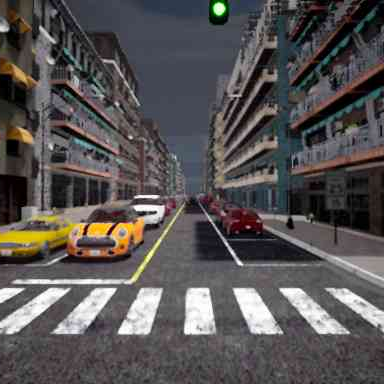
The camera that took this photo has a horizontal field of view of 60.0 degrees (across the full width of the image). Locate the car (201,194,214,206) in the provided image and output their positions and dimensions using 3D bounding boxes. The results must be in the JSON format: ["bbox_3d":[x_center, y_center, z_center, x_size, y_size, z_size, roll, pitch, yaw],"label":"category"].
[{"bbox_3d":[2.721,1.378,56.930,2.192,1.841,5.009,1,0,0],"label":"car"}]

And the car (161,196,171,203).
[{"bbox_3d":[-5.656,1.609,73.345,1.752,1.417,4.829,1,0,0],"label":"car"}]

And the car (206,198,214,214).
[{"bbox_3d":[2.711,1.618,34.835,1.802,1.307,4.206,1,0,0],"label":"car"}]

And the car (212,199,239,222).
[{"bbox_3d":[2.708,1.465,23.788,1.967,1.590,4.097,1,0,0],"label":"car"}]

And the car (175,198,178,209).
[{"bbox_3d":[-3.004,1.528,46.501,1.882,1.535,5.008,0,0,0],"label":"car"}]

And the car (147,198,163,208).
[{"bbox_3d":[-5.664,1.607,51.422,2.008,1.369,4.403,1,0,0],"label":"car"}]

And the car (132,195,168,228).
[{"bbox_3d":[-3.090,1.243,22.500,2.150,2.045,5.566,0,0,0],"label":"car"}]

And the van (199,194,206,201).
[{"bbox_3d":[2.733,1.449,90.070,1.690,1.788,3.998,1,0,0],"label":"van"}]

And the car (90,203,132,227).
[{"bbox_3d":[-5.674,1.569,23.805,1.887,1.381,4.507,1,0,0],"label":"car"}]

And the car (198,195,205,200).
[{"bbox_3d":[2.733,1.661,95.593,1.887,1.381,4.507,0,0,0],"label":"car"}]

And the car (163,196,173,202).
[{"bbox_3d":[-5.654,1.643,79.039,2.008,1.369,4.403,1,0,0],"label":"car"}]

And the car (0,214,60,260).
[{"bbox_3d":[-5.678,1.538,12.588,1.752,1.417,4.829,1,0,0],"label":"car"}]

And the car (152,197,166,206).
[{"bbox_3d":[-5.662,1.607,56.946,1.887,1.381,4.507,1,0,0],"label":"car"}]

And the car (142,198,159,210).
[{"bbox_3d":[-5.666,1.574,45.729,1.752,1.417,4.829,1,0,0],"label":"car"}]

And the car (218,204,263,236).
[{"bbox_3d":[2.705,1.563,18.264,1.887,1.381,4.507,1,0,0],"label":"car"}]

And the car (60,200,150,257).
[{"bbox_3d":[-3.090,1.365,12.866,2.097,1.767,4.553,0,0,0],"label":"car"}]

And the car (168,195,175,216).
[{"bbox_3d":[-3.079,1.386,33.161,2.097,1.767,4.553,0,0,0],"label":"car"}]

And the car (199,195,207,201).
[{"bbox_3d":[2.730,1.540,84.546,1.967,1.590,4.097,1,0,0],"label":"car"}]

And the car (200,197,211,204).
[{"bbox_3d":[2.723,1.643,67.975,1.947,1.339,4.313,1,0,0],"label":"car"}]

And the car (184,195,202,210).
[{"bbox_3d":[0.018,1.552,44.109,1.837,1.490,4.892,0,0,0],"label":"car"}]
